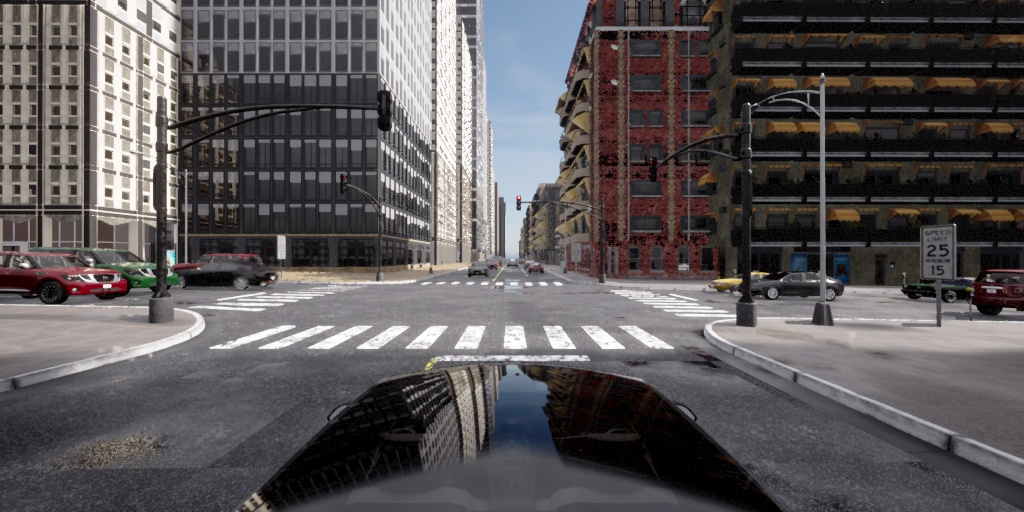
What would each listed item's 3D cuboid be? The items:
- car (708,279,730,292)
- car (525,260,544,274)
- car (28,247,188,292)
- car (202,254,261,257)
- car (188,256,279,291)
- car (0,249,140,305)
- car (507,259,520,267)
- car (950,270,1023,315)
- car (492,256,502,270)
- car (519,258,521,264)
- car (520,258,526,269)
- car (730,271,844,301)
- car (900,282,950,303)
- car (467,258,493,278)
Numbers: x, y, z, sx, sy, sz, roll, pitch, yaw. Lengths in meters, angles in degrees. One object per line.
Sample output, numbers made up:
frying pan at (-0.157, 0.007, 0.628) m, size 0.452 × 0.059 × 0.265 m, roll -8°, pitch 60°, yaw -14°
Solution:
car at (14.644, 1.587, 21.934) m, size 4.829 × 1.417 × 1.751 m, roll 0°, pitch 0°, yaw 0°
car at (2.768, 1.341, 41.639) m, size 1.802 × 1.307 × 4.207 m, roll 0°, pitch 0°, yaw 0°
car at (-18.240, 0.658, 15.883) m, size 5.566 × 2.045 × 2.150 m, roll 1°, pitch 0°, yaw 0°
car at (-17.696, 0.776, 21.673) m, size 5.009 × 1.841 × 2.192 m, roll 0°, pitch 0°, yaw 0°
car at (-15.205, 0.978, 19.047) m, size 5.008 × 1.535 × 1.882 m, roll 1°, pitch 0°, yaw -1°
car at (-17.567, 0.757, 13.294) m, size 5.009 × 1.841 × 2.192 m, roll 0°, pitch 0°, yaw 0°
car at (0.138, 1.338, 65.040) m, size 1.994 × 1.385 × 4.181 m, roll 0°, pitch 0°, yaw 1°
car at (20.607, 1.461, 13.634) m, size 5.009 × 1.841 × 2.192 m, roll 0°, pitch 0°, yaw 0°
car at (-3.026, 1.116, 51.414) m, size 2.097 × 1.767 × 4.553 m, roll 0°, pitch 0°, yaw 2°
car at (2.731, 1.321, 60.205) m, size 2.007 × 1.370 × 4.403 m, roll 0°, pitch 0°, yaw 0°
car at (2.726, 1.317, 54.557) m, size 2.007 × 1.370 × 4.403 m, roll 0°, pitch 0°, yaw 0°
car at (14.926, 1.562, 19.316) m, size 4.892 × 1.490 × 1.837 m, roll 1°, pitch 0°, yaw 2°
car at (24.217, 1.827, 19.421) m, size 4.718 × 1.301 × 1.895 m, roll 1°, pitch 0°, yaw -1°
car at (-3.077, 1.259, 33.953) m, size 1.837 × 1.490 × 4.892 m, roll 0°, pitch 0°, yaw 0°
